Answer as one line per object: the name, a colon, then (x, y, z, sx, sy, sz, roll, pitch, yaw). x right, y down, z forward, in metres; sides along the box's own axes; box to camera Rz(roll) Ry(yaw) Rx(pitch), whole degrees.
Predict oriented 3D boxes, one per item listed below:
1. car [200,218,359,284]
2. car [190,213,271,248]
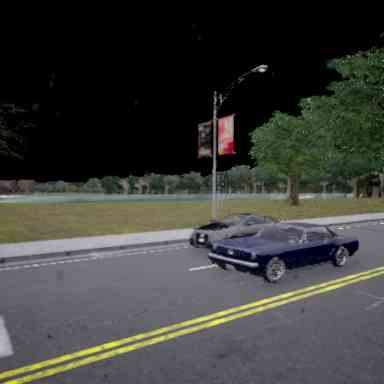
car: (2.768, 1.571, 9.649, 4.718, 1.301, 1.895, 0, 0, -35)
car: (1.968, 1.529, 13.072, 4.181, 1.385, 1.994, 0, 0, -35)
